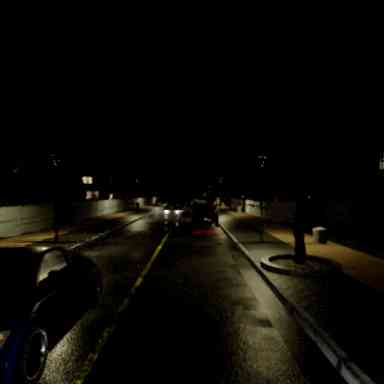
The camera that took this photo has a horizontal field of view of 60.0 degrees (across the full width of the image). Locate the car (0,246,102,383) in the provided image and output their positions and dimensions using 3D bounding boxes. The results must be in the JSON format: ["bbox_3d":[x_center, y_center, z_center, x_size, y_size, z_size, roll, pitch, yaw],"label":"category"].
[{"bbox_3d":[-2.840,1.591,5.202,1.994,1.385,4.181,0,0,0],"label":"car"}]

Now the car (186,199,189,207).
[{"bbox_3d":[0.085,1.749,58.311,2.097,1.767,4.553,0,0,0],"label":"car"}]

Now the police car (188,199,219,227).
[{"bbox_3d":[0.861,1.558,23.957,1.930,1.638,5.238,0,0,0],"label":"police car"}]

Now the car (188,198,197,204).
[{"bbox_3d":[0.109,1.953,75.268,1.994,1.385,4.181,0,-1,0],"label":"car"}]

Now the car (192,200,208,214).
[{"bbox_3d":[0.883,1.751,39.849,1.837,1.490,4.892,0,0,0],"label":"car"}]

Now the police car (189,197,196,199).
[{"bbox_3d":[0.875,1.628,33.959,1.930,1.638,5.238,0,0,0],"label":"police car"}]

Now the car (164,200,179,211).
[{"bbox_3d":[-2.765,1.828,47.074,1.812,1.442,4.674,0,-1,0],"label":"car"}]
